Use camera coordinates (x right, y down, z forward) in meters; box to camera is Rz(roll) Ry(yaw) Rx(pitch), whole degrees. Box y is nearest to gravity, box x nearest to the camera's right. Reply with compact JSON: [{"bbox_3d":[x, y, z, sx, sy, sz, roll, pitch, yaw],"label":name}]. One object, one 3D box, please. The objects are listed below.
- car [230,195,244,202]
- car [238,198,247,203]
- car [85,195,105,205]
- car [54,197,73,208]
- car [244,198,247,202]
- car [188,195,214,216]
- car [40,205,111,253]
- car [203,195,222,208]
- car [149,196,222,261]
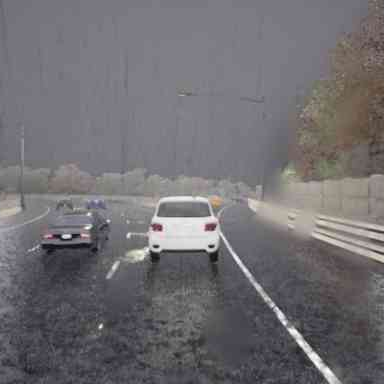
[{"bbox_3d":[9.637,1.376,73.960,2.033,1.411,5.357,0,-2,13],"label":"car"},{"bbox_3d":[13.643,2.288,89.677,1.994,1.385,4.181,0,-4,15],"label":"car"},{"bbox_3d":[-12.111,1.203,41.373,2.097,1.767,4.553,0,0,-22],"label":"car"},{"bbox_3d":[-16.045,1.370,41.733,1.837,1.490,4.892,0,0,-23],"label":"car"},{"bbox_3d":[11.979,1.936,83.409,1.837,1.490,4.892,0,-3,15],"label":"car"},{"bbox_3d":[0.908,1.198,31.509,2.097,1.767,4.553,0,0,6],"label":"car"},{"bbox_3d":[-4.475,1.500,13.481,2.033,1.411,5.357,0,0,-8],"label":"car"},{"bbox_3d":[2.788,1.258,43.677,1.882,1.535,5.008,0,0,10],"label":"car"},{"bbox_3d":[-0.235,1.164,12.192,2.150,2.045,5.566,0,0,0],"label":"car"}]
